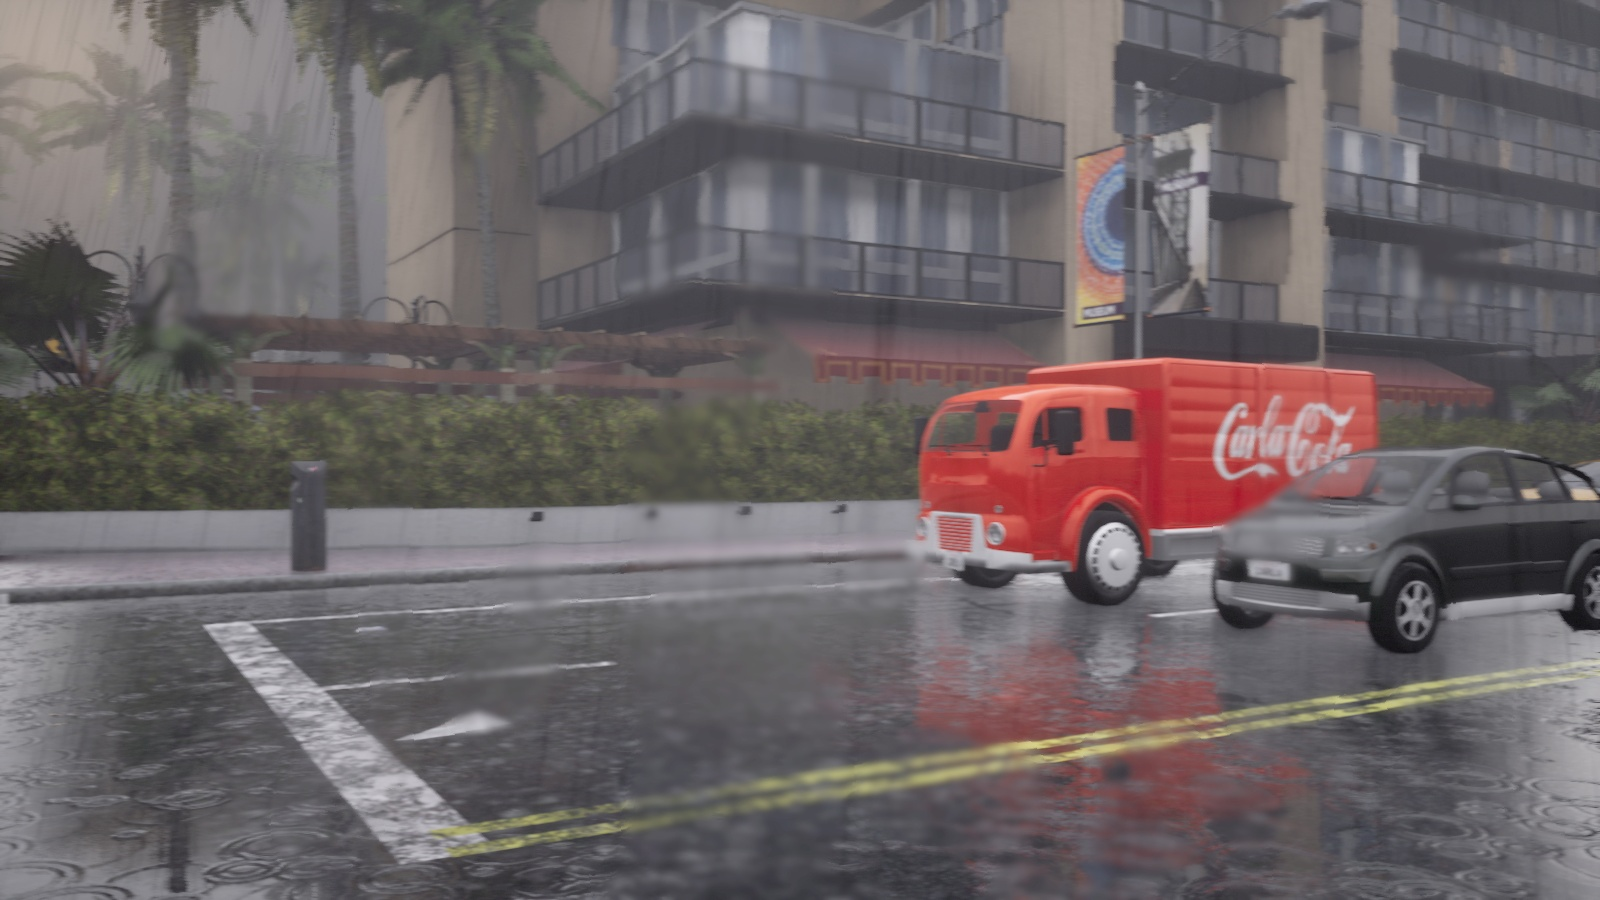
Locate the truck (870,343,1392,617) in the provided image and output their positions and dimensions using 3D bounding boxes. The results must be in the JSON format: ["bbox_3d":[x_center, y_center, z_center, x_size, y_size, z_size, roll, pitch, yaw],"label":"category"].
[{"bbox_3d":[3.674,0.274,13.780,5.204,2.467,2.627,0,0,-30],"label":"truck"}]

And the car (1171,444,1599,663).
[{"bbox_3d":[5.129,0.732,10.585,3.705,1.549,1.789,0,0,-30],"label":"car"}]

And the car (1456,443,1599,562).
[{"bbox_3d":[12.297,0.694,18.789,5.366,1.575,1.801,0,0,-30],"label":"car"}]
